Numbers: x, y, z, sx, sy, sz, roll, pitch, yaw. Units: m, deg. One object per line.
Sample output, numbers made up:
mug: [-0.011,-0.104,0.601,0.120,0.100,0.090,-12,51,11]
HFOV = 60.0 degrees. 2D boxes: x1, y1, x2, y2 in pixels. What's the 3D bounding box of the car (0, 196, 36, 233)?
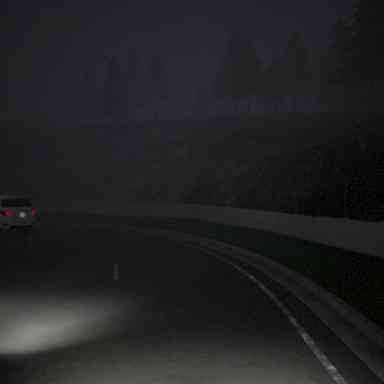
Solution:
car: [-10.960,1.205,17.931,5.566,2.045,2.150,0,-1,26]
